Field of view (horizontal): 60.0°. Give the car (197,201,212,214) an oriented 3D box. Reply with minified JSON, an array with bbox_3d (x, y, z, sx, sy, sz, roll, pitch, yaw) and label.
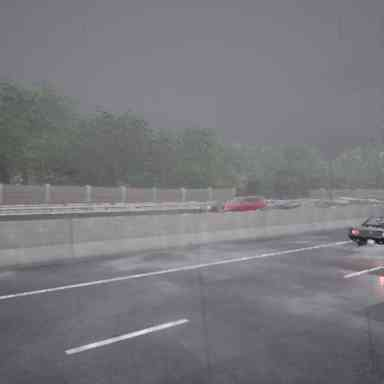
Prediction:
[{"bbox_3d":[2.786,1.627,36.196,4.553,1.767,2.097,0,0,-36],"label":"car"}]

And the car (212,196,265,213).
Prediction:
[{"bbox_3d":[5.128,1.463,33.574,5.566,2.045,2.150,0,0,-36],"label":"car"}]

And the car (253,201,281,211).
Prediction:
[{"bbox_3d":[8.353,1.807,31.577,4.718,1.301,1.895,0,0,-36],"label":"car"}]

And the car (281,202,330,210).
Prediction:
[{"bbox_3d":[10.242,1.651,28.626,5.008,1.535,1.882,0,0,-36],"label":"car"}]

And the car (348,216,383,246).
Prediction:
[{"bbox_3d":[8.905,1.683,14.487,4.718,1.301,1.895,0,-1,-36],"label":"car"}]
